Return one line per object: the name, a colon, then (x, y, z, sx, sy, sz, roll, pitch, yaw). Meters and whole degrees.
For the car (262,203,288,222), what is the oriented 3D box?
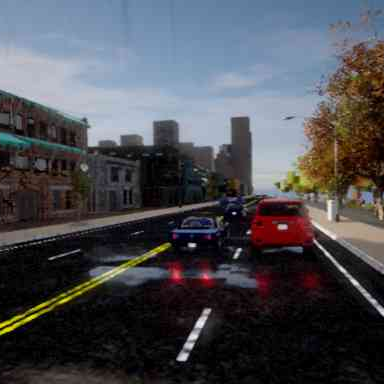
car: (7.101, 1.699, 28.668, 1.994, 1.385, 4.181, -1, 0, 13)

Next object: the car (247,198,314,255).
car: (3.649, 1.279, 13.784, 2.150, 2.045, 5.566, -1, 0, 13)

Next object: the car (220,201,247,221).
car: (3.942, 1.743, 29.418, 1.994, 1.385, 4.181, -1, 0, 13)

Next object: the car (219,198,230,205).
car: (7.001, 1.938, 71.471, 1.882, 1.535, 5.008, -1, 0, 13)

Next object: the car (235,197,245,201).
car: (10.167, 1.894, 70.738, 1.882, 1.535, 5.008, -1, 0, 13)

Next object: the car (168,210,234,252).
car: (0.508, 1.707, 14.596, 1.895, 1.301, 4.718, -1, 0, 13)
